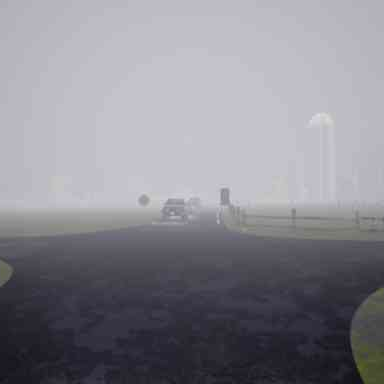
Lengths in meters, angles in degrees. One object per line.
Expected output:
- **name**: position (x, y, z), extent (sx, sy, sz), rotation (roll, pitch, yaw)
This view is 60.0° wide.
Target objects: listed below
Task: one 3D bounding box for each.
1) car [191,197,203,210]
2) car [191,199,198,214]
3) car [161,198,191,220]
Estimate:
- **car**: position (0.569, 1.940, 56.874), extent (2.150, 2.045, 5.566), rotation (0, -1, 7)
- **car**: position (-0.788, 2.048, 43.643), extent (2.128, 1.511, 4.902), rotation (0, -1, 6)
- **car**: position (-1.624, 1.649, 33.301), extent (2.150, 2.045, 5.566), rotation (0, -1, 4)
